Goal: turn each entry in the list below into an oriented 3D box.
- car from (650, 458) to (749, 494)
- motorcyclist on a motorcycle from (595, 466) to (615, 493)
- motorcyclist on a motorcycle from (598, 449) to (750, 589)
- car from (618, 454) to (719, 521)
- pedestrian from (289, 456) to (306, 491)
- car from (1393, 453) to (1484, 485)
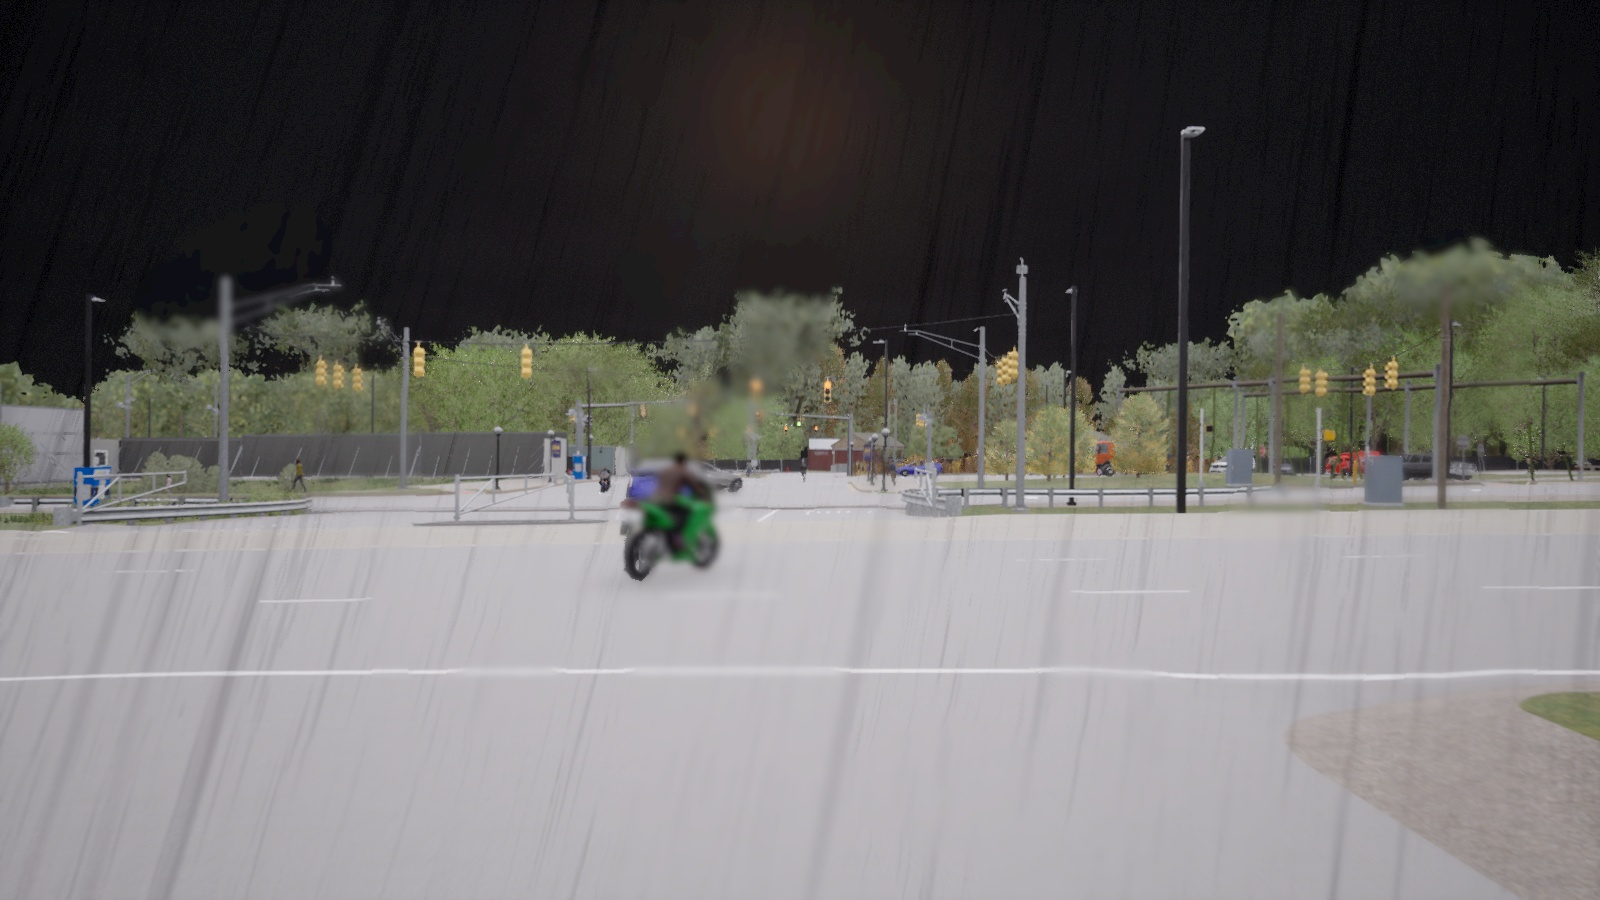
[{"bbox_3d":[-5.096,1.300,64.393,2.152,1.651,5.027,2,2,38],"label":"car"},{"bbox_3d":[-11.148,1.675,71.836,0.866,1.530,2.191,0,0,-3],"label":"motorcyclist on a motorcycle"},{"bbox_3d":[-1.464,0.761,15.025,0.797,1.523,2.044,2,1,27],"label":"motorcyclist on a motorcycle"},{"bbox_3d":[-3.202,0.946,31.419,2.007,1.525,4.514,-1,-2,1],"label":"car"},{"bbox_3d":[-26.470,1.253,66.114,0.726,1.835,0.370,1,0,0],"label":"pedestrian"},{"bbox_3d":[37.912,1.153,74.690,1.932,1.855,4.605,1,-2,-25],"label":"car"}]
